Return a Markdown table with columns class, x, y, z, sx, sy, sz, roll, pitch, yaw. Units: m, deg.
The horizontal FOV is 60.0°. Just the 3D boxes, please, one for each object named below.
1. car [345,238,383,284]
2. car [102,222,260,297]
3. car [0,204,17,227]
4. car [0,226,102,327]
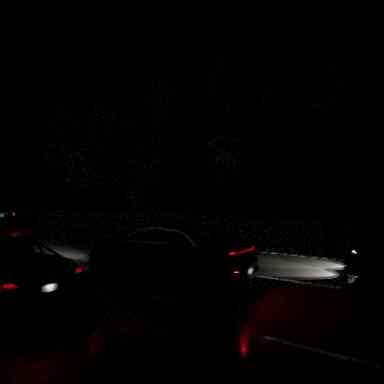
| class | x | y | z | sx | sy | sz | roll | pitch | yaw |
| --- | --- | --- | --- | --- | --- | --- | --- | --- | --- |
| car | 6.111 | 1.559 | 8.232 | 4.181 | 1.385 | 1.994 | -1 | -1 | 36 |
| car | -0.667 | 1.554 | 8.771 | 4.902 | 1.511 | 2.128 | -1 | 0 | 36 |
| car | -13.863 | 1.554 | 22.491 | 4.553 | 1.767 | 2.097 | 0 | 0 | 36 |
| car | -4.086 | 1.643 | 6.910 | 4.181 | 1.385 | 1.994 | -1 | 0 | 36 |
